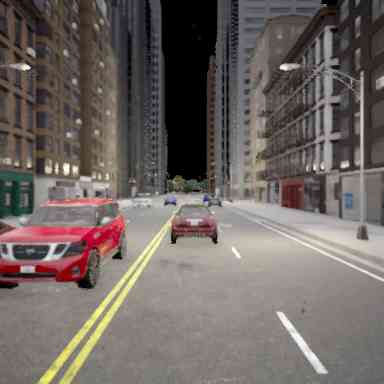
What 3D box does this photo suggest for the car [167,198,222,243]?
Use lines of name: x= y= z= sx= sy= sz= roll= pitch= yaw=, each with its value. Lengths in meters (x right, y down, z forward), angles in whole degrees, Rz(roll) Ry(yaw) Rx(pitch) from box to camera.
car: x=0.102 y=1.349 z=16.326 sx=2.097 sy=1.767 sz=4.553 roll=0 pitch=0 yaw=0

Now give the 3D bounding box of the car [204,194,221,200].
car: x=3.355 y=1.468 z=48.993 sx=2.128 sy=1.511 sz=4.902 roll=0 pitch=0 yaw=0

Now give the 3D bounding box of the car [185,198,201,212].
car: x=0.103 y=1.508 z=40.022 sx=1.812 sy=1.442 sz=4.674 roll=0 pitch=0 yaw=0

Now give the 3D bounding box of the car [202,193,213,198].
car: x=3.269 y=1.182 z=65.226 sx=2.150 sy=2.045 sz=5.566 roll=0 pitch=0 yaw=0

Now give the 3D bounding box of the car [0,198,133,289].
car: x=-3.345 y=1.218 z=9.540 sx=2.150 sy=2.045 sz=5.566 roll=0 pitch=0 yaw=0

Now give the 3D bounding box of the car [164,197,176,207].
car: x=-3.292 y=1.451 z=51.543 sx=1.882 sy=1.535 sz=5.008 roll=0 pitch=0 yaw=1

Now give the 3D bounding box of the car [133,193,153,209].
car: x=-6.583 y=1.192 z=44.820 sx=2.150 sy=2.045 sz=5.566 roll=0 pitch=0 yaw=0
